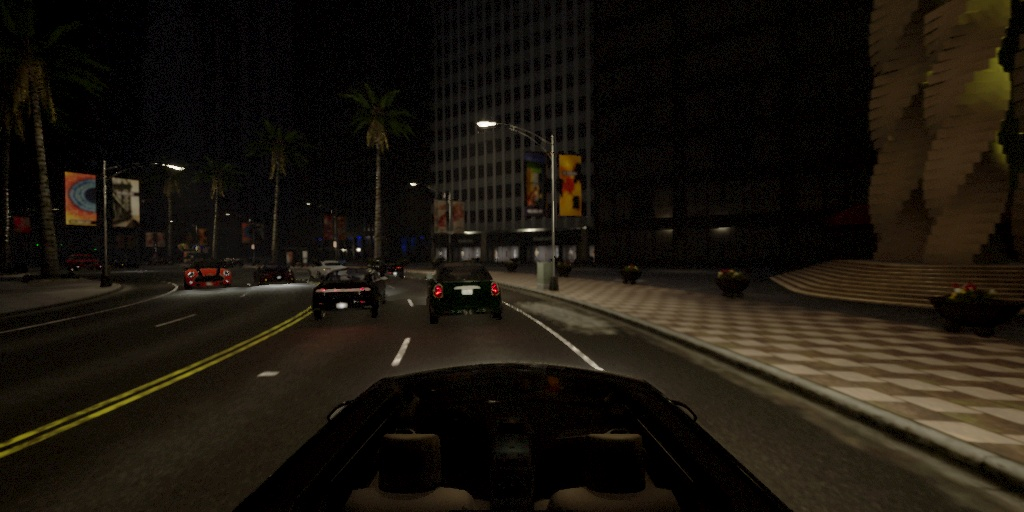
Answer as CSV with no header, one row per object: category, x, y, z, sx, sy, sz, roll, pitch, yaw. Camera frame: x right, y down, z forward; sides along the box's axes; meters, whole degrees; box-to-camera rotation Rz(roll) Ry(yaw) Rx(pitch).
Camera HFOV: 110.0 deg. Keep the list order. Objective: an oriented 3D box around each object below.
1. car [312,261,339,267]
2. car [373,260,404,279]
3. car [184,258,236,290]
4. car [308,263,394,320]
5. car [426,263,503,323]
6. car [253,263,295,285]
car,-14.457,1.098,28.098,1.812,1.442,4.674,-1,1,-41
car,-10.106,1.037,28.340,1.837,1.490,4.892,0,0,-38
car,-18.880,1.029,22.269,2.097,1.767,4.553,-1,1,-42
car,-5.449,1.165,12.427,2.128,1.511,4.902,-1,1,-16
car,-1.751,0.999,11.999,2.097,1.767,4.553,-1,1,-14
car,-16.464,1.192,24.783,1.994,1.385,4.181,-1,1,-42
